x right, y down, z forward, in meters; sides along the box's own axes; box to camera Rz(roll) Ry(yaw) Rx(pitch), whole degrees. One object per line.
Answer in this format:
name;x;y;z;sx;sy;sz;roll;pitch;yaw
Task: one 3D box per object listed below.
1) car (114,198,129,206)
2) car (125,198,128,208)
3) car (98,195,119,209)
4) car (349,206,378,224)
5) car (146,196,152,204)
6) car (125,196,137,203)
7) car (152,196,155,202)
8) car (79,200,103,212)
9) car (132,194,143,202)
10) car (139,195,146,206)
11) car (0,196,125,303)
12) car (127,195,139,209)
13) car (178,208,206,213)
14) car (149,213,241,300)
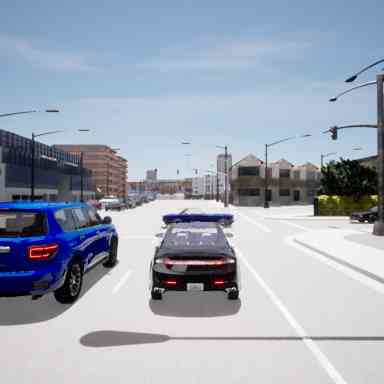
car;-14.063;1.967;66.365;1.895;1.301;4.718;0;1;0
car;-10.631;1.939;46.126;1.994;1.385;4.181;0;0;0
car;-14.125;1.652;56.615;2.150;2.045;5.566;0;0;0
car;15.081;1.686;25.544;5.357;1.411;2.033;0;-1;0
car;-10.556;1.761;73.796;1.837;1.490;4.892;0;1;0
car;-14.058;1.728;76.460;1.837;1.490;4.892;0;1;0
car;-10.564;1.717;84.103;2.033;1.411;5.357;0;0;0
car;-14.136;1.862;46.910;1.882;1.535;5.008;0;-1;0
car;-14.066;1.540;86.664;2.097;1.767;4.553;0;0;0
car;-10.595;1.901;63.624;1.837;1.490;4.892;0;1;1
car;-3.439;1.240;8.379;2.150;2.045;5.566;0;0;0
car;-10.625;1.787;54.716;2.097;1.767;4.553;0;0;0
car;0.452;1.709;21.939;4.718;1.301;1.895;0;-1;0
car;0.062;1.507;8.422;2.128;1.511;4.902;0;0;0
